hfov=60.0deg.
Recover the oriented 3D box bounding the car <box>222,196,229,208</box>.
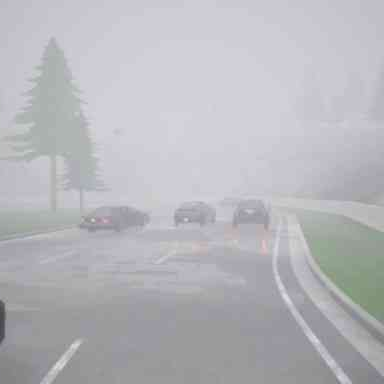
[{"bbox_3d":[4.543,1.249,38.690,1.837,1.490,4.892,1,0,-22],"label":"car"}]

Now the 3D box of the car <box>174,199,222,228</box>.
[{"bbox_3d":[0.290,1.348,21.275,2.128,1.511,4.902,0,0,15],"label":"car"}]

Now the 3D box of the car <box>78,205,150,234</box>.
[{"bbox_3d":[-4.126,1.418,18.594,2.033,1.411,5.357,0,0,16],"label":"car"}]

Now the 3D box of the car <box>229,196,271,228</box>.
[{"bbox_3d":[3.892,1.213,21.184,2.097,1.767,4.553,0,0,15],"label":"car"}]

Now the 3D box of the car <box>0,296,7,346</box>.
[{"bbox_3d":[-3.329,1.206,1.599,2.150,2.045,5.566,0,0,1],"label":"car"}]
